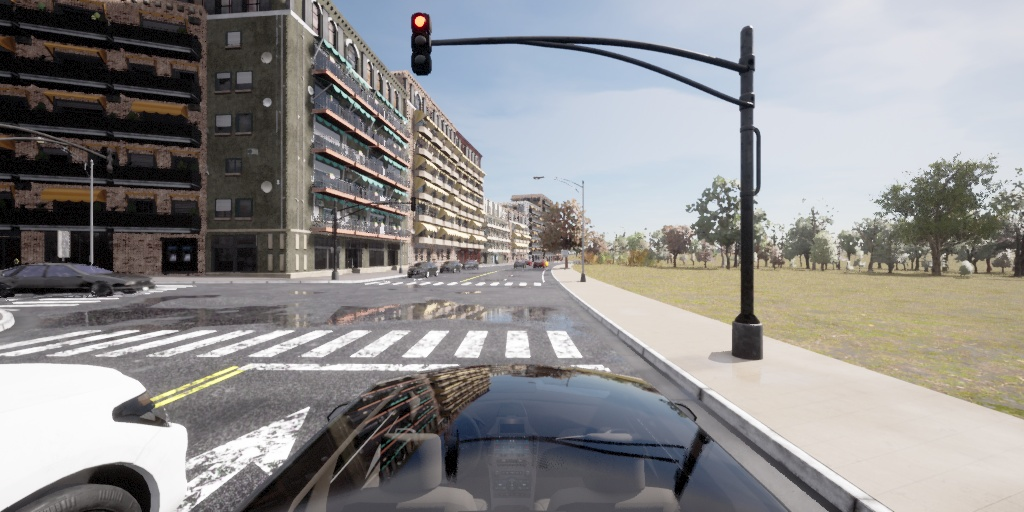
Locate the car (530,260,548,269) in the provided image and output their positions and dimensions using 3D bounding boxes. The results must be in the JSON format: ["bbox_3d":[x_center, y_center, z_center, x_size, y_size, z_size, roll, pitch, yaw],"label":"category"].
[{"bbox_3d":[4.878,1.414,63.852,1.882,1.535,5.008,0,0,9],"label":"car"}]

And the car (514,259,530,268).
[{"bbox_3d":[1.445,1.425,63.823,2.128,1.511,4.902,0,0,9],"label":"car"}]

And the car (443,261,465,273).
[{"bbox_3d":[-7.584,1.351,44.622,1.837,1.490,4.892,0,0,6],"label":"car"}]

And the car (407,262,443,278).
[{"bbox_3d":[-8.497,1.313,34.524,1.837,1.490,4.892,0,0,5],"label":"car"}]

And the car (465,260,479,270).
[{"bbox_3d":[-6.375,1.378,55.113,2.128,1.511,4.902,0,0,8],"label":"car"}]

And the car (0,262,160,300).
[{"bbox_3d":[-18.970,1.015,15.237,5.357,1.411,2.033,1,0,-19],"label":"car"}]
